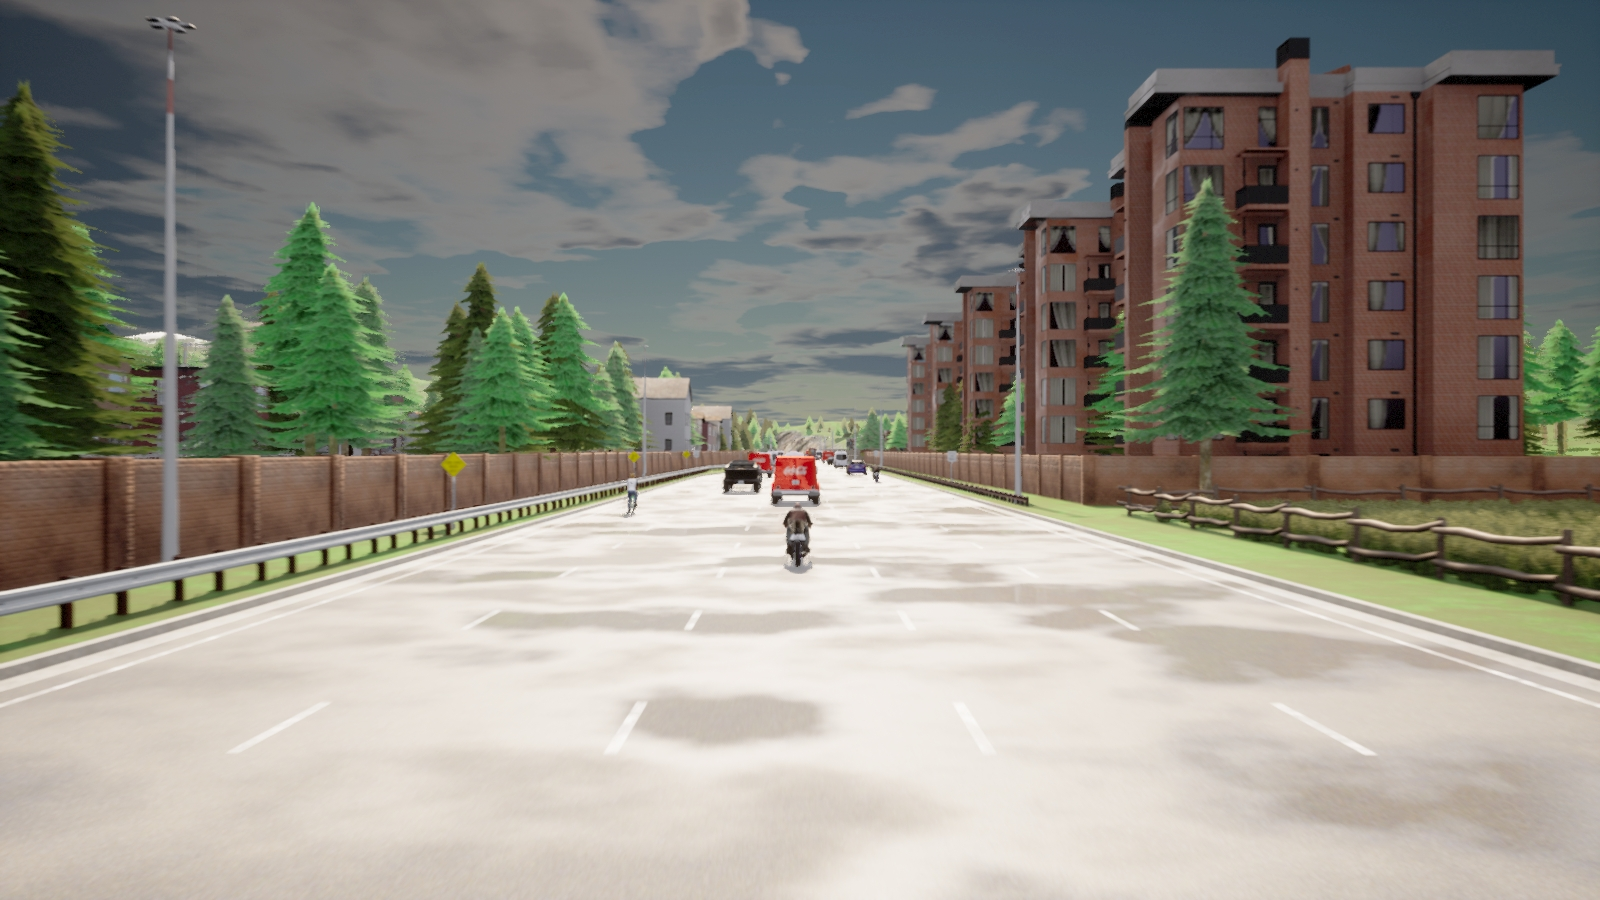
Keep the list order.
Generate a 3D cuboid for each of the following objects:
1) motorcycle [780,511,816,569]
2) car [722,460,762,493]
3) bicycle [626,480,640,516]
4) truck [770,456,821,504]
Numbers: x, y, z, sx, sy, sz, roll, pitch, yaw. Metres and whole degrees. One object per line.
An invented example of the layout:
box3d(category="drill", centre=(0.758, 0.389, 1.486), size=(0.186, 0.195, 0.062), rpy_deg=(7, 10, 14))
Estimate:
box3d(category="motorcycle", centre=(-0.055, 2.200, 28.171), size=(0.867, 1.251, 2.209), rpy_deg=(0, 0, 0))
box3d(category="car", centre=(-3.833, 1.742, 76.904), size=(2.390, 2.098, 6.274), rpy_deg=(0, 0, 0))
box3d(category="bicycle", centre=(-7.189, 2.048, 49.125), size=(0.373, 1.496, 1.643), rpy_deg=(0, 0, 0))
box3d(category="truck", centre=(-0.244, 1.559, 61.338), size=(2.627, 2.467, 5.204), rpy_deg=(0, 0, 0))
